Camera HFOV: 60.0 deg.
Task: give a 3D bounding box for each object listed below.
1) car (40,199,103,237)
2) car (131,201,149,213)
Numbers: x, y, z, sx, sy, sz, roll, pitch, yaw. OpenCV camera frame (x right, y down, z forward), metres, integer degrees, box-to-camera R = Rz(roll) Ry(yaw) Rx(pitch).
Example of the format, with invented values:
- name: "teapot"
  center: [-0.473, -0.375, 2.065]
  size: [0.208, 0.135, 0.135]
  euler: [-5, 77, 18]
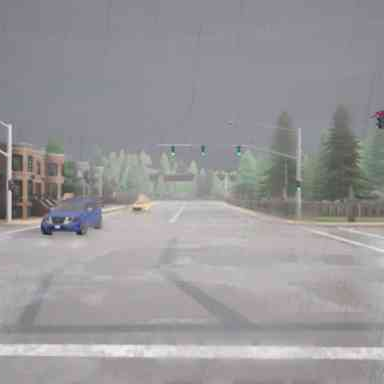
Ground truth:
- name: "car"
  center: [-7.003, 1.483, 20.079]
  size: [2.150, 2.045, 5.566]
  euler: [0, 0, 0]
- name: "car"
  center: [-7.006, 1.974, 45.408]
  size: [1.882, 1.535, 5.008]
  euler: [0, -1, 0]
